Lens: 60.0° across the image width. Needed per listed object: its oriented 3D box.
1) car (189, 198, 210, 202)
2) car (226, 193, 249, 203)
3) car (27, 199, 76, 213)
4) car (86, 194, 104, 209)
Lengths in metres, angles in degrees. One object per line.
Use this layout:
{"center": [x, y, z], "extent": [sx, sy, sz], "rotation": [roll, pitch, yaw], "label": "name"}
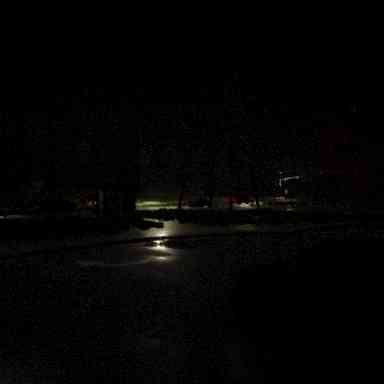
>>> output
{"center": [1.230, 1.563, 48.849], "extent": [1.994, 1.385, 4.181], "rotation": [0, 0, 35], "label": "car"}
{"center": [8.035, 1.221, 58.349], "extent": [2.150, 2.045, 5.566], "rotation": [0, 0, 36], "label": "car"}
{"center": [-14.126, 1.492, 33.724], "extent": [2.128, 1.511, 4.902], "rotation": [0, 0, 36], "label": "car"}
{"center": [-8.554, 1.220, 35.263], "extent": [2.150, 2.045, 5.566], "rotation": [0, 0, 36], "label": "car"}
